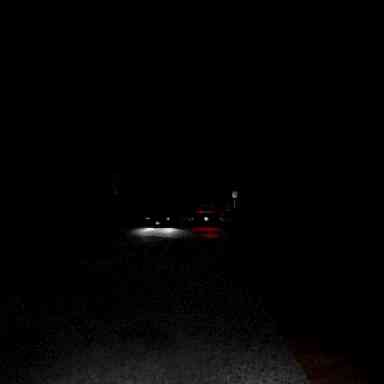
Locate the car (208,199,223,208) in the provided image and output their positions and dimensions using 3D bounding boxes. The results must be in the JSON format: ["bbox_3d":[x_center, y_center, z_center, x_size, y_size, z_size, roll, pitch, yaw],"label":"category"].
[{"bbox_3d":[4.563,2.136,63.499,1.882,1.535,5.008,1,-1,14],"label":"car"}]

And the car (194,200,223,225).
[{"bbox_3d":[1.166,1.560,24.801,1.837,1.490,4.892,0,0,5],"label":"car"}]

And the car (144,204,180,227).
[{"bbox_3d":[-1.934,1.581,23.471,2.033,1.411,5.357,0,0,5],"label":"car"}]

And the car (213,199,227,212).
[{"bbox_3d":[3.288,1.762,42.183,2.128,1.511,4.902,0,-1,9],"label":"car"}]
